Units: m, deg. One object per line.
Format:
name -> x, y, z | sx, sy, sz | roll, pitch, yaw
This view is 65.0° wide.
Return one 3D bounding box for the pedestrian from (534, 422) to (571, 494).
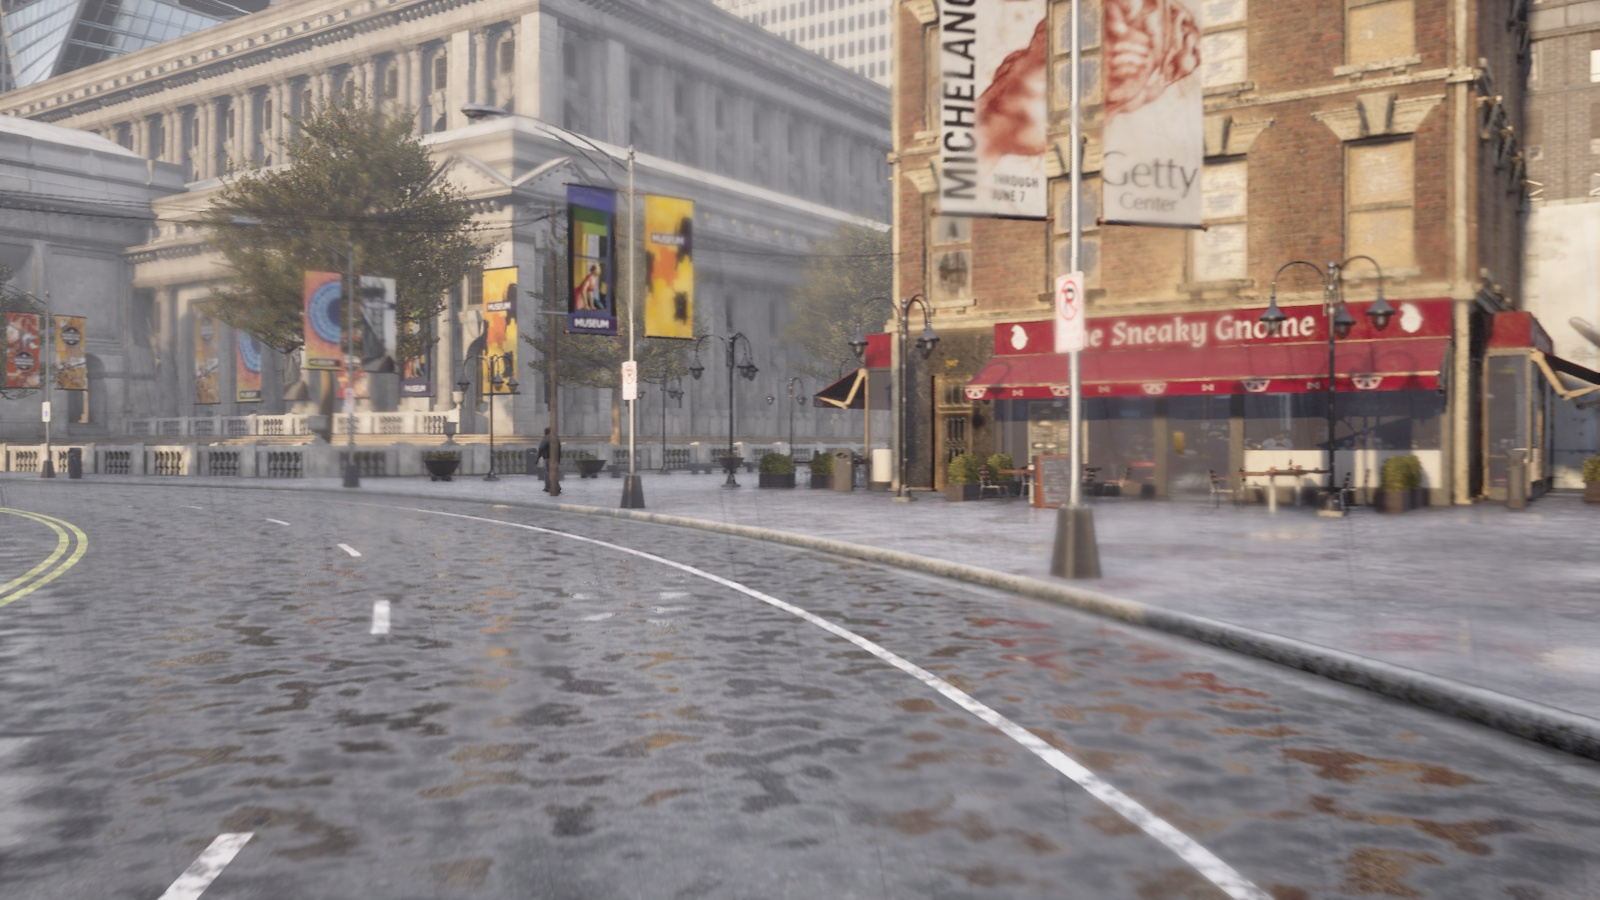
pedestrian -> -6.563, 0.216, 33.278 | 0.849, 1.883, 0.563 | 0, 0, 41
